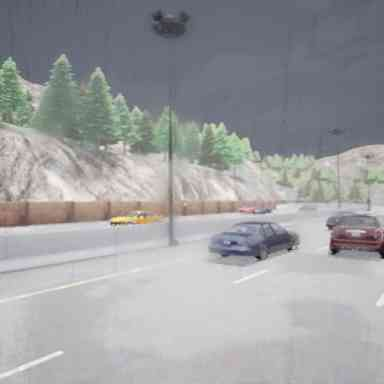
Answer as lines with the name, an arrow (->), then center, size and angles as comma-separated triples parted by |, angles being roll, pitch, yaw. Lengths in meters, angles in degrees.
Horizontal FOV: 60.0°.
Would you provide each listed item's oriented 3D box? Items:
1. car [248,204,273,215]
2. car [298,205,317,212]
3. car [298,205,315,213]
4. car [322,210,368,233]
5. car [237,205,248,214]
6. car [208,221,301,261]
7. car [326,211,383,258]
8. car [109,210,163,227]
car -> 11.652, 2.992, 54.463 | 2.128, 1.511, 4.902 | -2, -2, 37
car -> 17.710, 2.844, 50.902 | 2.128, 1.511, 4.902 | -2, -2, 36
car -> 21.169, 3.144, 61.509 | 1.812, 1.442, 4.674 | -1, -2, 35
car -> 12.021, 2.218, 25.875 | 2.033, 1.411, 5.357 | -2, -2, 39
car -> 9.710, 2.963, 57.728 | 2.097, 1.767, 4.553 | -2, -2, 37
car -> 2.841, 1.945, 14.143 | 2.033, 1.411, 5.357 | -2, -2, 38
car -> 7.729, 1.728, 14.686 | 2.097, 1.767, 4.553 | -2, -2, 38
car -> -4.566, 2.324, 27.772 | 1.882, 1.535, 5.008 | -2, -2, 37
